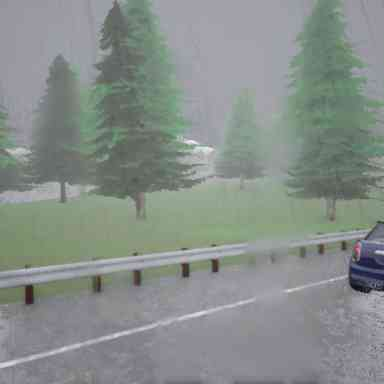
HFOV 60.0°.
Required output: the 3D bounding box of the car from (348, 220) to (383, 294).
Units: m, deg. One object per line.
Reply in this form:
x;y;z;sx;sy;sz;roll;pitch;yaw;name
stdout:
5.590;1.321;7.462;4.553;1.767;2.097;0;0;-34;car
